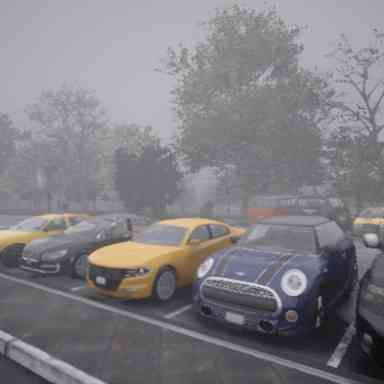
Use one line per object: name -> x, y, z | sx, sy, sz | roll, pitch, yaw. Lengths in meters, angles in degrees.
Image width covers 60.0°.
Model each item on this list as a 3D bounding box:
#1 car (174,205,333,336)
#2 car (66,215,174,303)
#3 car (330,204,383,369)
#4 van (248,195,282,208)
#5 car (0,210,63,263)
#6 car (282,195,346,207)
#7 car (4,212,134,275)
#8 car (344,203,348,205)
car -> 1.955, 1.336, 6.911 | 2.185, 1.767, 4.553 | 1, 0, 36
car -> -0.319, 1.447, 8.505 | 2.097, 1.535, 5.008 | 0, 0, 36
car -> 4.177, 1.229, 5.251 | 2.435, 2.045, 5.566 | 1, 0, 36
van -> 5.177, 1.215, 20.790 | 1.878, 1.987, 4.442 | 0, 0, 36
car -> -4.939, 1.441, 11.570 | 1.946, 1.575, 5.366 | 0, 0, 36
car -> 7.478, 1.195, 19.036 | 2.435, 2.045, 5.566 | 0, 0, 36
car -> -2.575, 1.443, 10.116 | 2.231, 1.521, 4.892 | 0, 0, 36
car -> 9.606, 1.459, 17.254 | 1.946, 1.575, 5.366 | 0, 0, 36
